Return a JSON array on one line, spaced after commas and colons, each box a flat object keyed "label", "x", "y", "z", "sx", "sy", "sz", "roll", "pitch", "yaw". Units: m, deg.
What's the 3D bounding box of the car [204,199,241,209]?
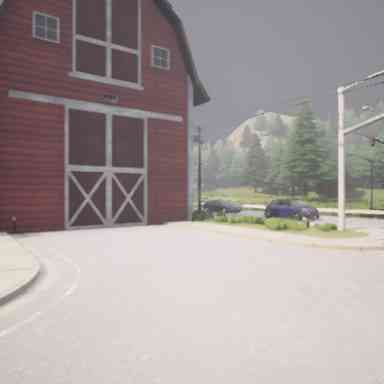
[{"label": "car", "x": 3.190, "y": 1.542, "z": 35.105, "sx": 1.837, "sy": 1.490, "sz": 4.892, "roll": 0, "pitch": 0, "yaw": -34}]

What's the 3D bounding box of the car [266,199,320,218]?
[{"label": "car", "x": 8.296, "y": 1.389, "z": 27.666, "sx": 2.097, "sy": 1.767, "sz": 4.553, "roll": 0, "pitch": 0, "yaw": -34}]
